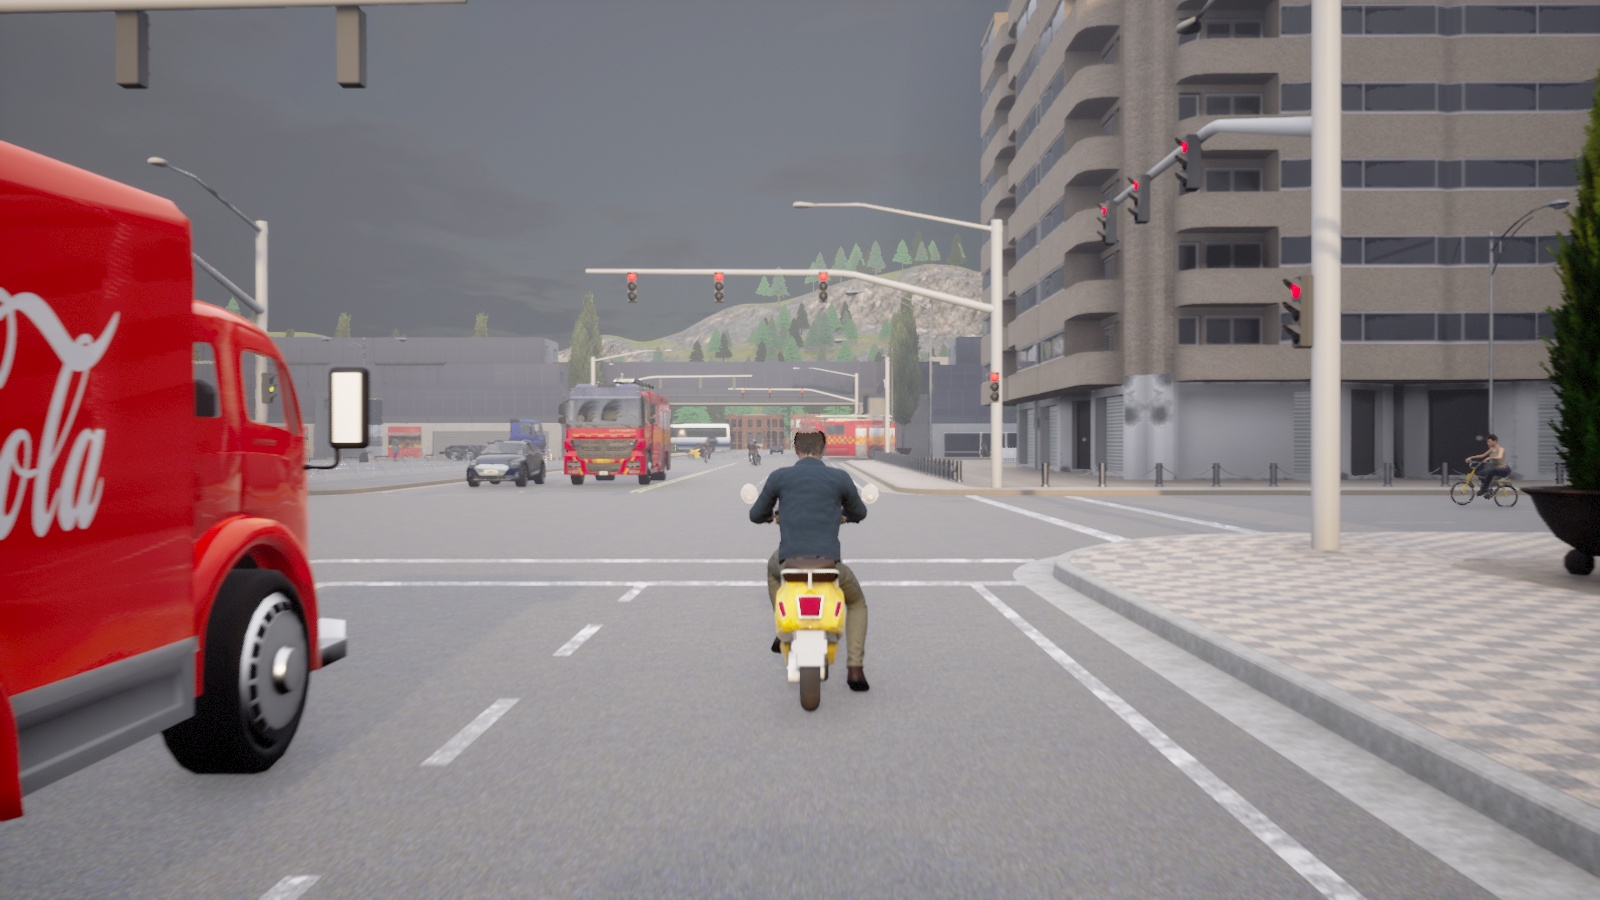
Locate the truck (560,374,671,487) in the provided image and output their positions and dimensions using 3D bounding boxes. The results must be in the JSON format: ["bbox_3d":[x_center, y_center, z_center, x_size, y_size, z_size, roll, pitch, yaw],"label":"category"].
[{"bbox_3d":[-6.717,-0.696,46.980,2.891,3.827,8.468,0,0,0],"label":"truck"}]

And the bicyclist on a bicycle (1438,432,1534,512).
[{"bbox_3d":[15.072,0.475,27.625,1.509,1.612,0.866,4,0,0],"label":"bicyclist on a bicycle"}]

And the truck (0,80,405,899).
[{"bbox_3d":[-3.461,0.233,4.183,2.627,2.467,5.204,0,0,0],"label":"truck"}]

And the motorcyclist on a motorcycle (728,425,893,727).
[{"bbox_3d":[0.058,0.656,7.504,0.866,1.590,1.817,0,0,0],"label":"motorcyclist on a motorcycle"}]

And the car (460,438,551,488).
[{"bbox_3d":[-10.235,0.413,43.980,2.033,1.649,4.856,0,0,0],"label":"car"}]
